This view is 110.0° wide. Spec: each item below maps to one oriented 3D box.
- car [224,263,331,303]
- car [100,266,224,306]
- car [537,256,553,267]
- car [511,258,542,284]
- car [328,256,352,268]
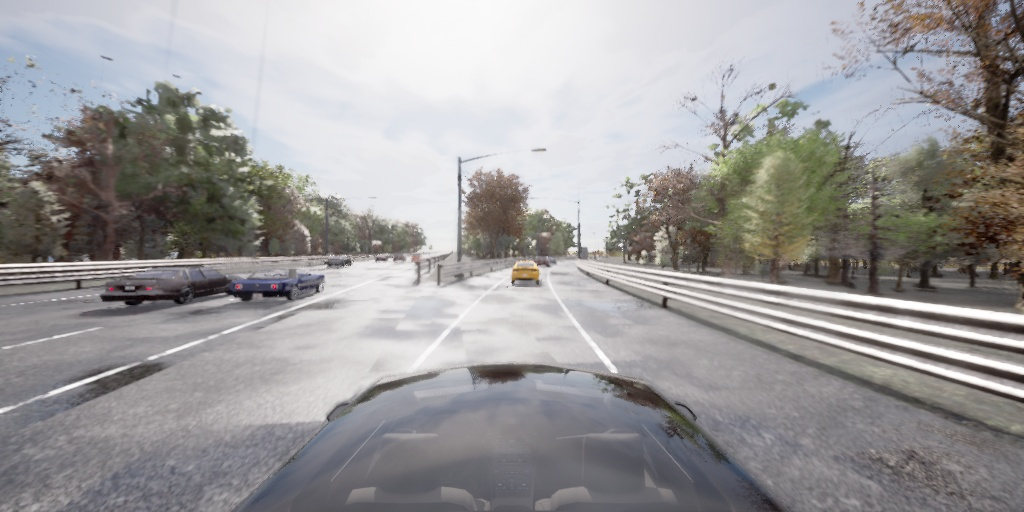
[{"bbox_3d":[-9.739,1.146,15.430,1.895,1.301,4.718,0,1,-9],"label":"car"},{"bbox_3d":[-13.121,1.095,14.415,2.033,1.411,5.357,0,1,-9],"label":"car"},{"bbox_3d":[4.858,0.824,56.764,2.097,1.767,4.553,0,0,11],"label":"car"},{"bbox_3d":[1.030,1.111,25.747,1.882,1.535,5.008,0,0,4],"label":"car"},{"bbox_3d":[-21.598,0.702,45.125,2.128,1.511,4.902,0,0,-9],"label":"car"}]
